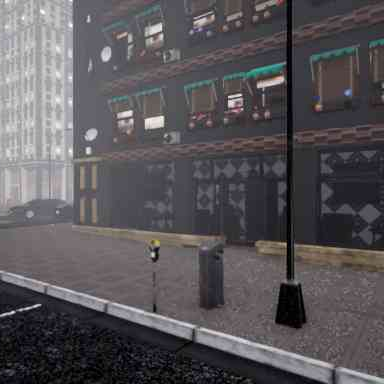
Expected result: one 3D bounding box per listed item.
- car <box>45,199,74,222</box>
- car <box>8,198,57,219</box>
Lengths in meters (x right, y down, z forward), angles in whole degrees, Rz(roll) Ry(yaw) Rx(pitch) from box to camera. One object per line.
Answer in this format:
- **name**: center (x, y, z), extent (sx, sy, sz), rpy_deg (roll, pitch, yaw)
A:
- **car**: center (-7.349, 1.279, 22.815), extent (1.947, 1.339, 4.313), rpy_deg (1, 1, 35)
- **car**: center (-11.913, 1.239, 26.411), extent (1.837, 1.490, 4.892), rpy_deg (0, 1, 35)
